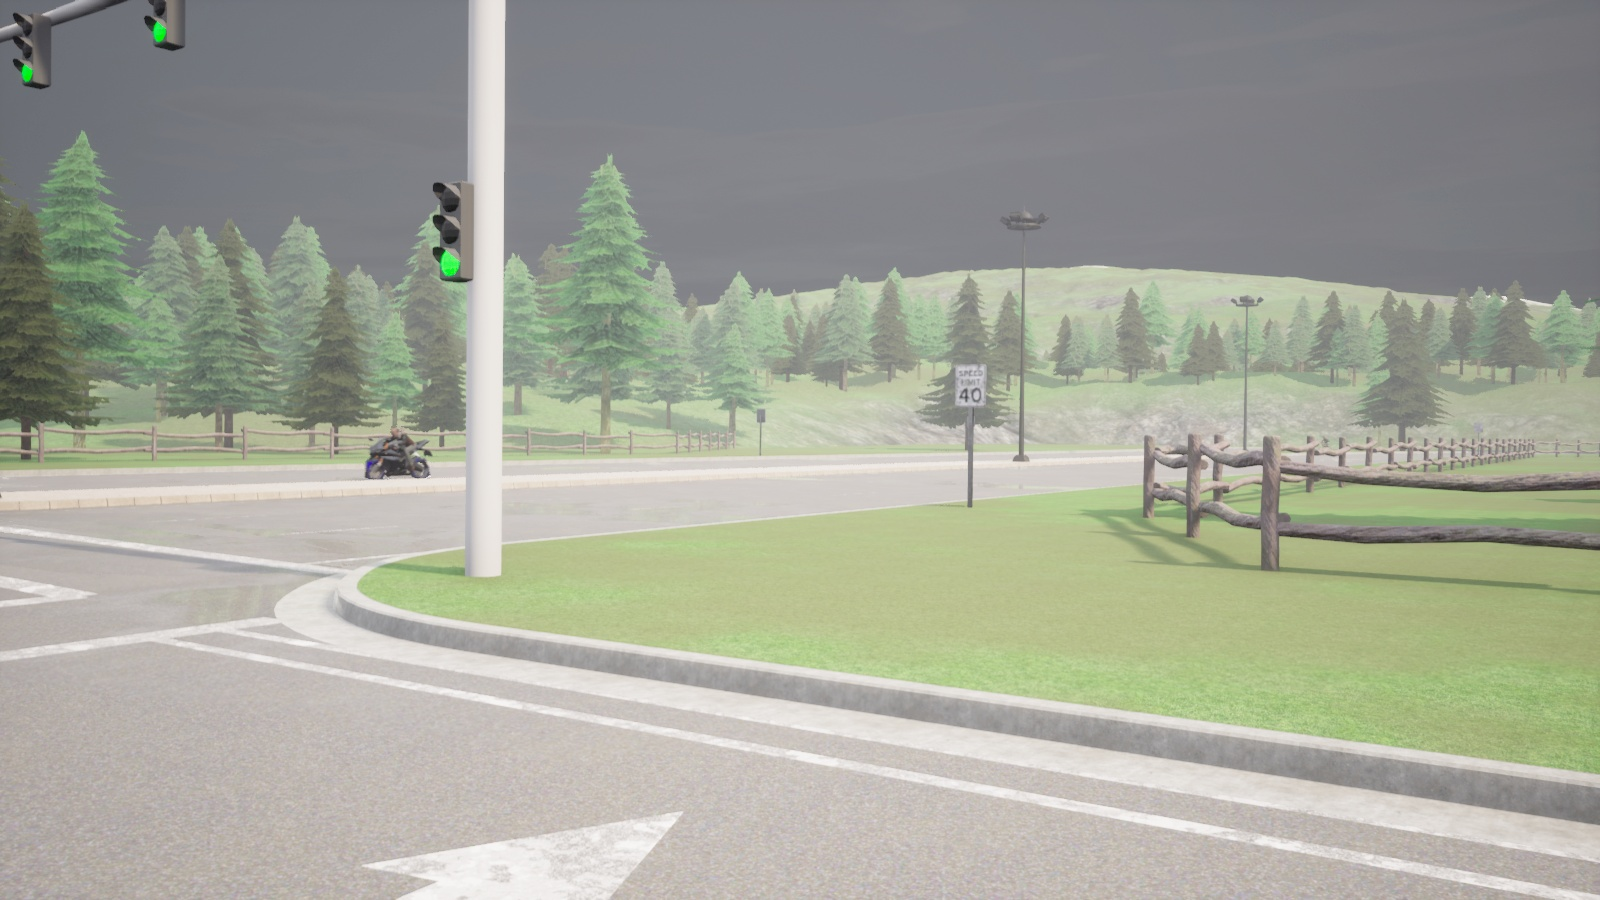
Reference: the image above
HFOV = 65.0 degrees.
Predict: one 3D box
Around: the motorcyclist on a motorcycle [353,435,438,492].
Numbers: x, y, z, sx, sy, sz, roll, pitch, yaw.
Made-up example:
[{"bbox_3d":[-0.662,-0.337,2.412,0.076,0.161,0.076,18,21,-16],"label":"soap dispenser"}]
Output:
[{"bbox_3d":[-11.294,0.361,35.143,0.866,1.530,2.191,0,1,33],"label":"motorcyclist on a motorcycle"}]
